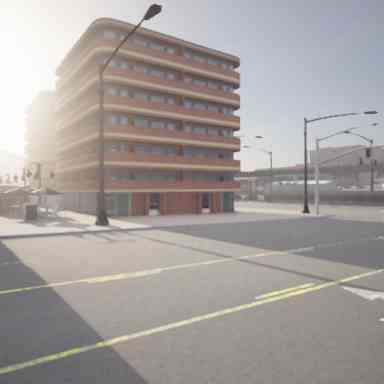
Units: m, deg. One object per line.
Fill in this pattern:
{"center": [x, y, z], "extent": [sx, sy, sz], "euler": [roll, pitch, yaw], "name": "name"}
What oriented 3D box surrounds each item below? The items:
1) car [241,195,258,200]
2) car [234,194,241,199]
{"center": [15.736, 1.445, 88.381], "extent": [3.806, 1.475, 1.970], "euler": [-1, 0, -35], "name": "car"}
{"center": [11.760, 1.291, 92.598], "extent": [4.611, 1.667, 2.242], "euler": [-1, 0, -35], "name": "car"}
